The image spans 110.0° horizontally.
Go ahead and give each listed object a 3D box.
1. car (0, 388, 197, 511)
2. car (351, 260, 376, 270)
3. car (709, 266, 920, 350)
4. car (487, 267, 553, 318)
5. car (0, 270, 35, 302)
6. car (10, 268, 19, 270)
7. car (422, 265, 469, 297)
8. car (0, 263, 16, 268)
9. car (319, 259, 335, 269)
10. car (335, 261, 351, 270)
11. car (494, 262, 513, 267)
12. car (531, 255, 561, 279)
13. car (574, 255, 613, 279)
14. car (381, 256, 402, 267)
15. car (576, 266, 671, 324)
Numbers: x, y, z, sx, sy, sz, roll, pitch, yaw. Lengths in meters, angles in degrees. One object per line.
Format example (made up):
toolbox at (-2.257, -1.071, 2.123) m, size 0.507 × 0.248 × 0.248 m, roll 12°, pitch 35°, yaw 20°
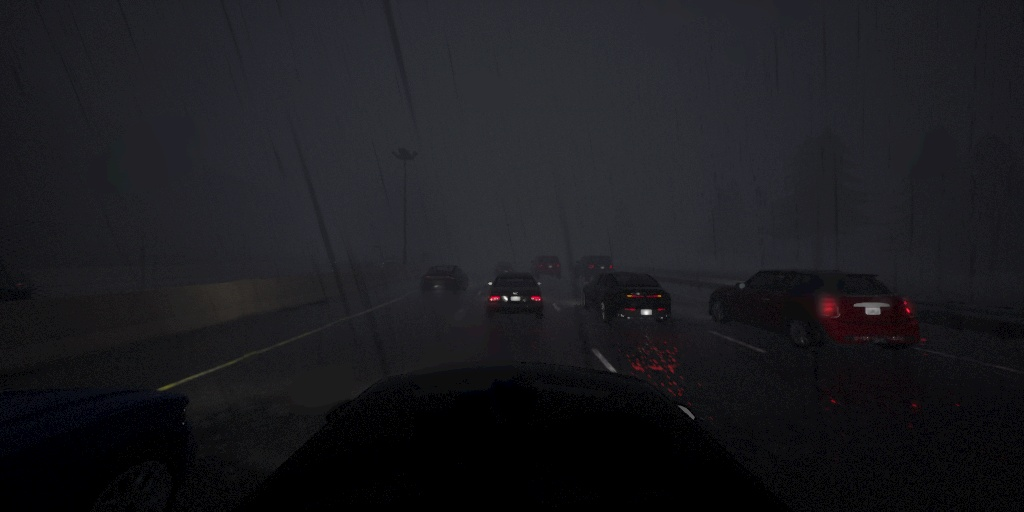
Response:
car at (-3.400, 1.228, 0.724) m, size 1.882 × 1.535 × 5.008 m, roll 0°, pitch 0°, yaw 0°
car at (-20.425, 1.298, 50.326) m, size 2.033 × 1.411 × 5.357 m, roll 0°, pitch 0°, yaw -9°
car at (7.103, 1.102, 9.192) m, size 2.097 × 1.767 × 4.553 m, roll 0°, pitch 0°, yaw 0°
car at (0.103, 1.298, 13.019) m, size 2.033 × 1.411 × 5.357 m, roll 0°, pitch 0°, yaw 0°
car at (-14.106, 1.228, 7.705) m, size 1.882 × 1.535 × 5.008 m, roll 0°, pitch 0°, yaw 0°
car at (-21.121, 1.314, 13.003) m, size 1.994 × 1.385 × 4.181 m, roll 0°, pitch 0°, yaw 0°
car at (-3.439, 1.242, 19.038) m, size 2.128 × 1.511 × 4.902 m, roll 0°, pitch 0°, yaw -1°
car at (-24.640, 1.102, 15.668) m, size 2.097 × 1.767 × 4.553 m, roll 0°, pitch 0°, yaw -1°
car at (-28.706, 1.277, 56.450) m, size 1.812 × 1.442 × 4.674 m, roll 0°, pitch 0°, yaw -11°
car at (-24.639, 1.352, 54.013) m, size 1.895 × 1.301 × 4.718 m, roll 0°, pitch 0°, yaw -10°
car at (-0.846, 1.277, 36.429) m, size 1.812 × 1.442 × 4.674 m, roll 0°, pitch 0°, yaw -5°
car at (3.004, 0.972, 32.603) m, size 2.150 × 2.045 × 5.566 m, roll 0°, pitch 0°, yaw -4°
car at (6.694, 0.972, 29.786) m, size 2.150 × 2.045 × 5.566 m, roll 0°, pitch 0°, yaw -3°
car at (-17.008, 0.973, 51.038) m, size 2.150 × 2.045 × 5.566 m, roll 0°, pitch 0°, yaw -9°
car at (3.600, 1.255, 12.022) m, size 1.837 × 1.490 × 4.892 m, roll 0°, pitch 0°, yaw 0°
